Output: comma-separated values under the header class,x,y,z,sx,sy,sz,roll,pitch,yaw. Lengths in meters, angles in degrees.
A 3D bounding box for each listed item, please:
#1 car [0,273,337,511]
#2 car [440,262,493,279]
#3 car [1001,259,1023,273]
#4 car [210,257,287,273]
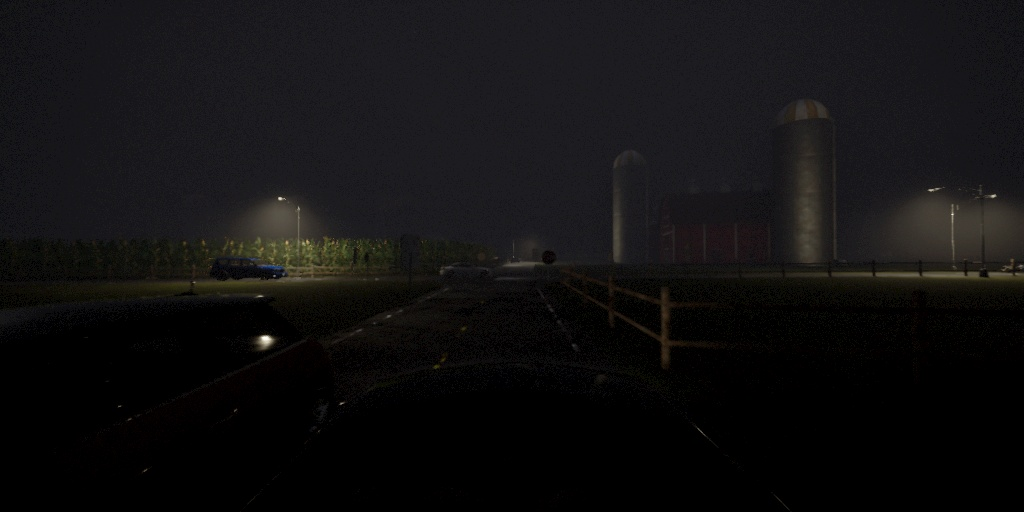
class,x,y,z,sx,sy,sz,roll,pitch,yaw
car,-2.831,1.101,1.740,2.097,1.767,4.553,0,0,0
car,-4.010,1.280,31.714,4.674,1.442,1.812,0,0,-3
car,50.291,0.939,34.371,4.892,1.490,1.837,0,-1,3
car,-22.342,1.177,30.544,5.566,2.045,2.150,2,-1,-5
